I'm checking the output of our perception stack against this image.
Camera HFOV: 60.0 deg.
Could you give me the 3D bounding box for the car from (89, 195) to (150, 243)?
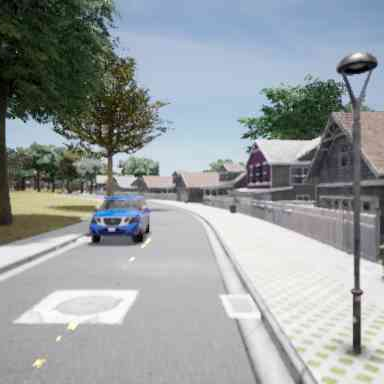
[{"bbox_3d":[-3.354,1.206,16.478,2.150,2.045,5.566,0,0,-1],"label":"car"}]
